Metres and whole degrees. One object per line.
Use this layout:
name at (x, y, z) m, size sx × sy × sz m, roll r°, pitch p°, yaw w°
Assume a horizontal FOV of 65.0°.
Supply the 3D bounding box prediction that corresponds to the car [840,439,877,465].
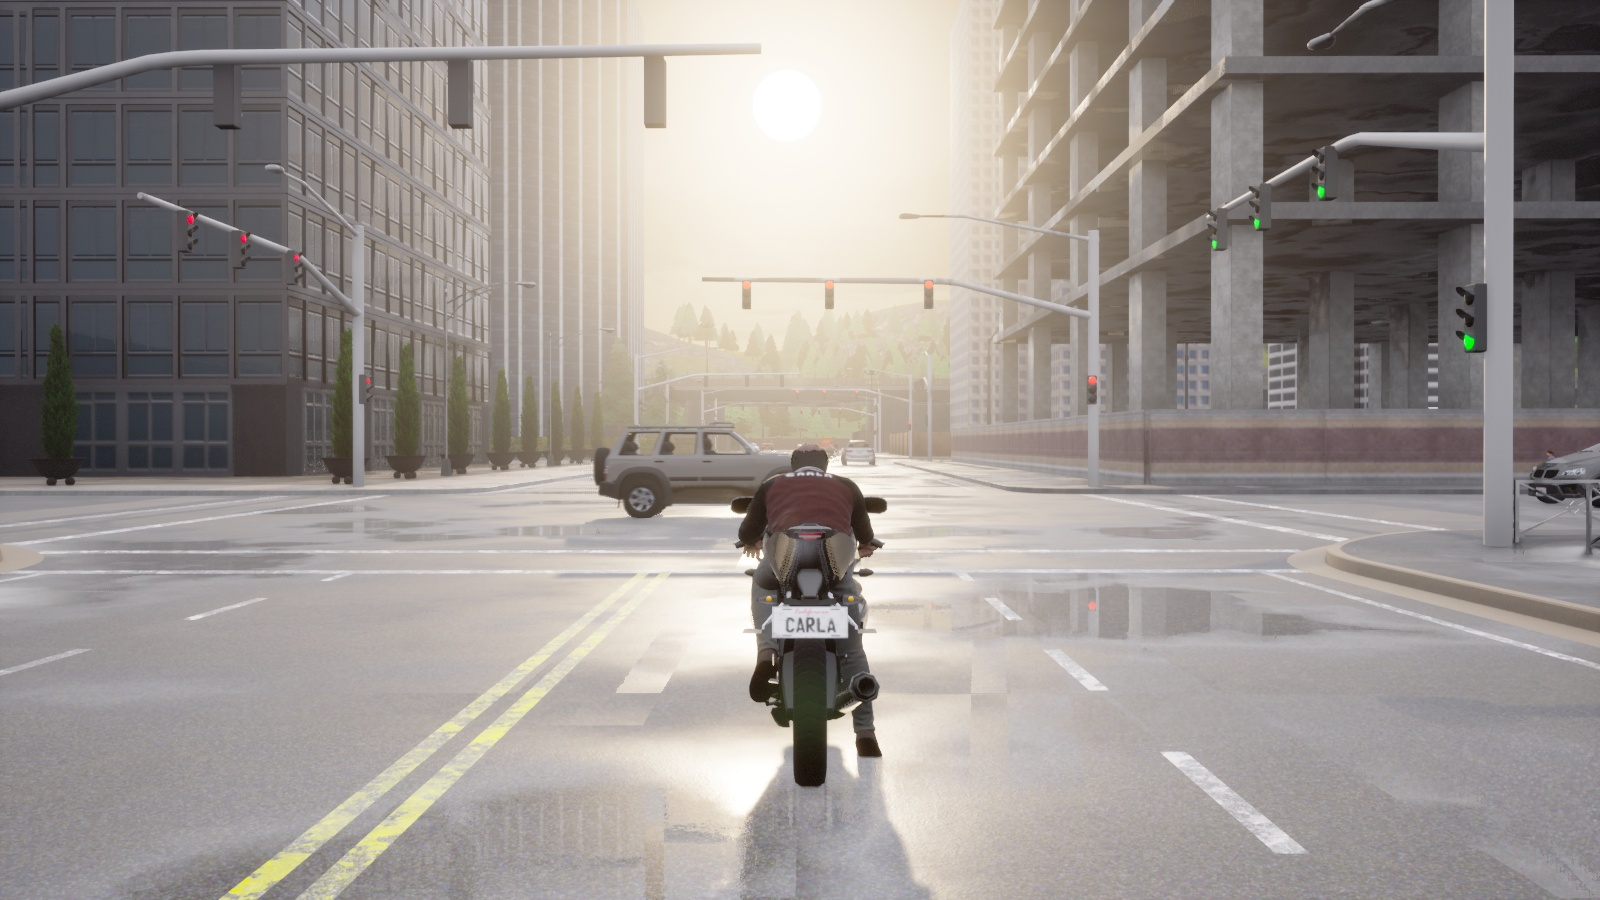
car at (3.933, 0.113, 85.024) m, size 2.242 × 1.667 × 4.611 m, roll 0°, pitch 0°, yaw 0°

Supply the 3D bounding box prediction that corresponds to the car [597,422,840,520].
car at (-1.561, 0.392, 24.802) m, size 4.605 × 1.855 × 1.932 m, roll 0°, pitch 0°, yaw -1°

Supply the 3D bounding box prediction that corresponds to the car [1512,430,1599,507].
car at (19.038, 0.390, 28.397) m, size 4.611 × 1.667 × 2.242 m, roll 0°, pitch 0°, yaw 0°

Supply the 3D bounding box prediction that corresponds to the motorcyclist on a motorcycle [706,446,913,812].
motorcyclist on a motorcycle at (0.046, 0.746, 6.351) m, size 0.866 × 1.530 × 2.191 m, roll 0°, pitch 0°, yaw 0°
